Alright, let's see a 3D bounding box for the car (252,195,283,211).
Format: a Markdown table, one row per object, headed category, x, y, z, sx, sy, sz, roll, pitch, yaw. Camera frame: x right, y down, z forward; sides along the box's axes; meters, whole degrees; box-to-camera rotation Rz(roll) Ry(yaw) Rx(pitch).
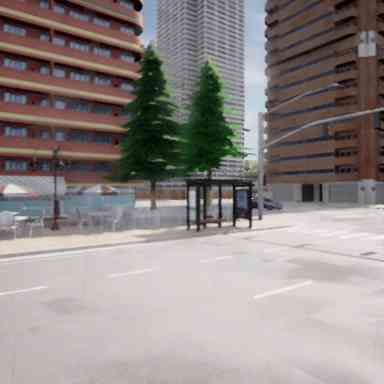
| category | x | y | z | sx | sy | sz | roll | pitch | yaw |
| --- | --- | --- | --- | --- | --- | --- | --- | --- | --- |
| car | 8.333 | 1.405 | 38.504 | 1.812 | 1.442 | 4.674 | 0 | 1 | -36 |
